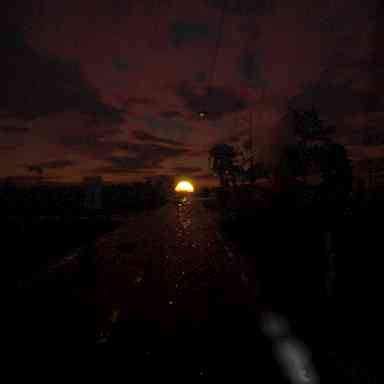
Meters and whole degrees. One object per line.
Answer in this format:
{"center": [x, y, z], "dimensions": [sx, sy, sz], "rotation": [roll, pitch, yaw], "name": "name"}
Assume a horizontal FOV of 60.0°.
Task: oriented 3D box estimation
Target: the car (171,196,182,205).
{"center": [-2.719, 1.519, 60.197], "dimensions": [1.812, 1.442, 4.674], "rotation": [0, 1, 0], "name": "car"}
